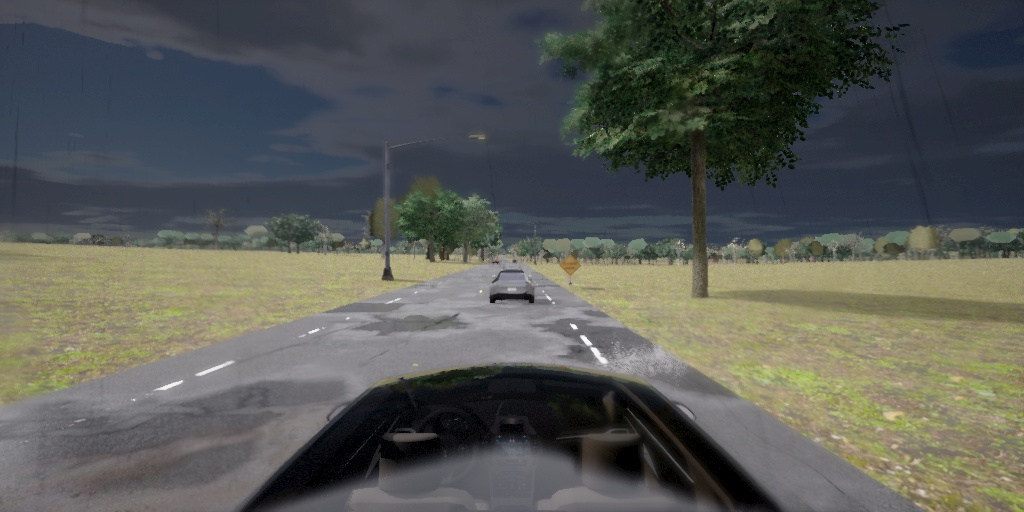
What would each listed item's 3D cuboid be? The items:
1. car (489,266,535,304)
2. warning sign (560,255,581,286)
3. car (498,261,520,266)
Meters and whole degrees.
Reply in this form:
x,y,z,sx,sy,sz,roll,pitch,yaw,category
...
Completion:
x,y,z,sx,sy,sz,roll,pitch,yaw,category
0.000,1.323,16.500,1.994,1.385,4.181,0,0,0,car
3.550,0.865,21.832,1.300,1.860,1.060,0,0,0,warning sign
0.000,1.366,31.530,1.895,1.301,4.718,0,0,0,car
